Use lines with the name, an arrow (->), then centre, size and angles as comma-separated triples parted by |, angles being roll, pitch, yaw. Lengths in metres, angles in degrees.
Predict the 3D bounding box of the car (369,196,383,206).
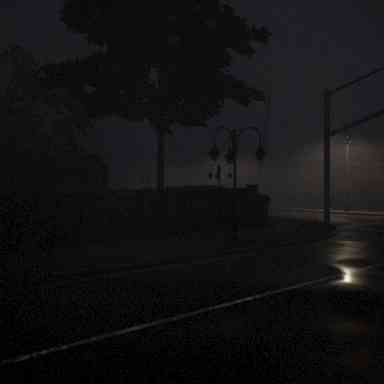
car -> 28.414, 1.295, 48.461 | 2.242, 1.667, 4.611 | 0, 0, -35

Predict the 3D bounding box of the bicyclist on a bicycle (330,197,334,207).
bicyclist on a bicycle -> 20.837, 1.430, 50.104 | 1.656, 1.620, 0.582 | -6, -7, -37
